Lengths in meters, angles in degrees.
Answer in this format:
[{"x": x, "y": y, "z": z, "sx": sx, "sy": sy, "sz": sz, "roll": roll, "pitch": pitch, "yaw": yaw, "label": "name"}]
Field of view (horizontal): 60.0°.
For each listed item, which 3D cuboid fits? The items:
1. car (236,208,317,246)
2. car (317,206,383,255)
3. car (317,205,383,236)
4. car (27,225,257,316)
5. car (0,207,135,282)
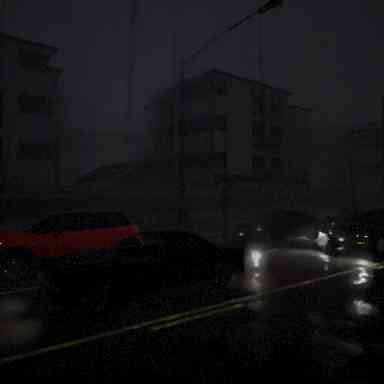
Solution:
[{"x": 4.001, "y": 1.483, "z": 15.165, "sx": 4.674, "sy": 1.442, "sz": 1.812, "roll": 0, "pitch": 0, "yaw": -33, "label": "car"}, {"x": 7.449, "y": 1.457, "z": 13.218, "sx": 4.892, "sy": 1.490, "sz": 1.837, "roll": 0, "pitch": 0, "yaw": -31, "label": "car"}, {"x": 9.278, "y": 1.500, "z": 18.507, "sx": 4.181, "sy": 1.385, "sz": 1.994, "roll": 0, "pitch": 0, "yaw": -27, "label": "car"}, {"x": -0.939, "y": 1.587, "z": 7.579, "sx": 4.718, "sy": 1.301, "sz": 1.895, "roll": 0, "pitch": 0, "yaw": -35, "label": "car"}, {"x": -3.768, "y": 1.339, "z": 9.837, "sx": 4.553, "sy": 1.767, "sz": 2.097, "roll": 0, "pitch": 0, "yaw": -35, "label": "car"}]
